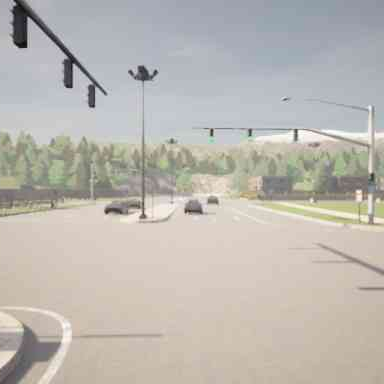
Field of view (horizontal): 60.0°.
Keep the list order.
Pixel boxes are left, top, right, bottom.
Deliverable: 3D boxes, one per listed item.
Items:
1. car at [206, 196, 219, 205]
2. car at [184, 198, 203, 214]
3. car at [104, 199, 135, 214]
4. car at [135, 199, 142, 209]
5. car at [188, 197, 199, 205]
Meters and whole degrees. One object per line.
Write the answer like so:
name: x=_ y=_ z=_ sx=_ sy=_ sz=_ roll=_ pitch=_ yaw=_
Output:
car: x=3.742 y=1.443 z=61.149 sx=2.097 sy=1.767 sz=4.553 roll=0 pitch=0 yaw=0
car: x=0.139 y=1.615 z=35.762 sx=1.994 sy=1.385 sz=4.181 roll=0 pitch=0 yaw=0
car: x=-7.946 y=1.595 z=35.763 sx=2.033 sy=1.411 sz=5.357 roll=0 pitch=0 yaw=0
car: x=-7.842 y=1.626 z=45.836 sx=1.994 sy=1.385 sz=4.181 roll=0 pitch=0 yaw=1
car: x=0.242 y=1.690 z=61.220 sx=1.895 sy=1.301 sz=4.718 roll=0 pitch=0 yaw=0
